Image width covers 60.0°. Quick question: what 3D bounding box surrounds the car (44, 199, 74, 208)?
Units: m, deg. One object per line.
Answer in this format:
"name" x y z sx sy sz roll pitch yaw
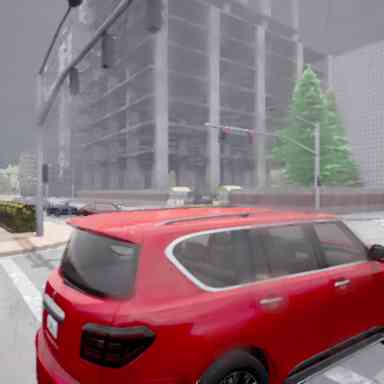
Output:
"car" -11.424 1.510 29.405 1.895 1.301 4.718 0 0 -36

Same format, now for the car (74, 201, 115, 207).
"car" -5.808 1.393 21.672 1.882 1.535 5.008 0 0 -36

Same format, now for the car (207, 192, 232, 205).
"car" 4.320 1.023 53.013 1.905 1.878 3.866 0 0 -36

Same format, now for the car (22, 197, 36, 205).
"car" -17.435 1.379 37.668 1.882 1.535 5.008 0 0 -36

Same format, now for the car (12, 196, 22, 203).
"car" -24.333 1.386 47.203 2.128 1.511 4.902 0 0 -36

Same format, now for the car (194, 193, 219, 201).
"car" 1.932 1.028 51.297 1.905 1.878 3.866 0 0 -36

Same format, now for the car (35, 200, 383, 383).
"car" 0.968 1.208 4.451 5.566 2.045 2.150 -1 1 -36
